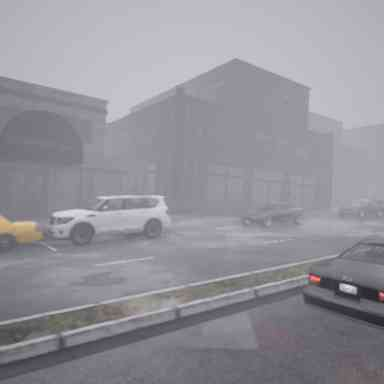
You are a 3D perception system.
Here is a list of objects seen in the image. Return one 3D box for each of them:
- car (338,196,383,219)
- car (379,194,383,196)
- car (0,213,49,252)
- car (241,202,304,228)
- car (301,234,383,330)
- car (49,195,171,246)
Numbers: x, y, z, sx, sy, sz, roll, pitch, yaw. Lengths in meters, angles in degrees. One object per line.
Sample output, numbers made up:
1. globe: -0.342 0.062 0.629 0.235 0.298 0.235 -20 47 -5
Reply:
1. car: 14.341 1.405 28.285 4.892 1.521 2.231 0 0 -36
2. car: 18.797 1.151 31.492 5.566 2.045 2.435 0 0 -36
3. car: -8.337 1.414 11.960 5.366 1.575 1.946 0 0 -36
4. car: 5.341 1.439 21.810 4.792 1.488 2.163 0 0 -36
5. car: 4.454 1.542 6.623 5.357 1.411 2.033 0 0 -36
6. car: -3.621 1.163 15.351 5.566 2.045 2.435 0 0 -36
